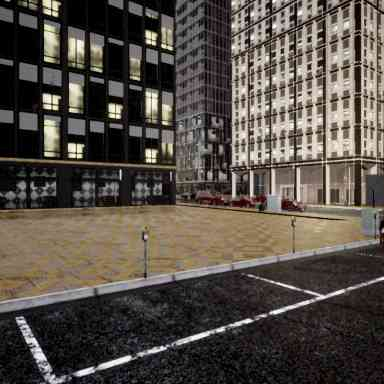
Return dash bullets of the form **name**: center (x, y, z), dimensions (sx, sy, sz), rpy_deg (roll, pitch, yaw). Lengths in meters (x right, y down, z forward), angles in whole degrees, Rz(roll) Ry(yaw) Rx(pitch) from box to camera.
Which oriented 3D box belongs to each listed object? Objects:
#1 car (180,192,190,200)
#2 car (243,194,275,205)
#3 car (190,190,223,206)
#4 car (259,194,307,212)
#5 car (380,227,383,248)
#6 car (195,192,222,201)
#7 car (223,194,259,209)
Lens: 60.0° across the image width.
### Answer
- **car**: center (-0.511, 0.647, 59.516), dimensions (1.947, 1.339, 4.313), rpy_deg (1, 0, -36)
- **car**: center (9.237, 0.985, 45.919), dimensions (1.802, 1.307, 4.206), rpy_deg (1, 0, -36)
- **car**: center (2.470, 0.731, 40.985), dimensions (2.192, 1.841, 5.009), rpy_deg (1, 0, -36)
- **car**: center (8.963, 1.071, 31.926), dimensions (1.967, 1.590, 4.097), rpy_deg (1, 0, -36)
- **car**: center (9.155, 1.441, 13.094), dimensions (4.097, 1.590, 1.967), rpy_deg (0, 0, -36)
- **car**: center (2.641, 0.710, 55.122), dimensions (1.752, 1.417, 4.829), rpy_deg (1, 0, -36)
- **car**: center (5.711, 1.105, 36.456), dimensions (1.802, 1.307, 4.206), rpy_deg (1, 0, -36)
